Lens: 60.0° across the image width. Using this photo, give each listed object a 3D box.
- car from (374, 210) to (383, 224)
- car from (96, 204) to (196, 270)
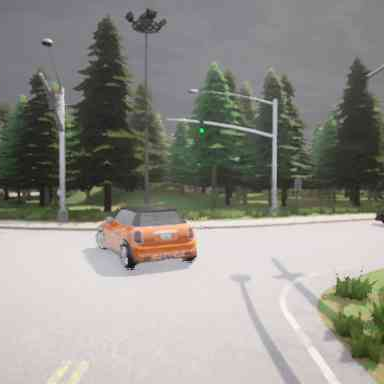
[{"bbox_3d":[13.291,1.211,19.608,5.357,1.411,2.033,-1,1,-24],"label":"car"},{"bbox_3d":[-1.676,1.202,11.032,2.097,1.767,4.553,-1,2,-27],"label":"car"}]
